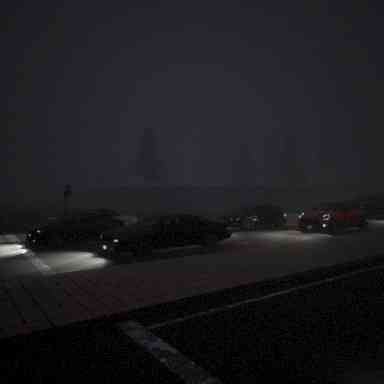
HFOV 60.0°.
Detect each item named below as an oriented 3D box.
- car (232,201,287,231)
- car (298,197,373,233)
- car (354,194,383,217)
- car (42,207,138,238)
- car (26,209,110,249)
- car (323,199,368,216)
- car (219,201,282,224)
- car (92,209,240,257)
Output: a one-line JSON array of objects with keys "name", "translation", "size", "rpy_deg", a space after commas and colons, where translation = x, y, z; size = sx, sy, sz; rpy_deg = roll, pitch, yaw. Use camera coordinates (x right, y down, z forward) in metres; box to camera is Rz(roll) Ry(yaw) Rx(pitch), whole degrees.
[{"name": "car", "translation": [3.861, 1.505, 20.769], "size": [4.892, 1.490, 1.837], "rpy_deg": [0, 0, -35]}, {"name": "car", "translation": [8.311, 1.351, 19.609], "size": [4.553, 1.767, 2.097], "rpy_deg": [0, 0, -35]}, {"name": "car", "translation": [15.023, 1.223, 28.642], "size": [5.566, 2.045, 2.150], "rpy_deg": [0, 0, -35]}, {"name": "car", "translation": [-5.573, 1.601, 18.408], "size": [4.718, 1.301, 1.895], "rpy_deg": [0, 0, -35]}, {"name": "car", "translation": [-4.919, 1.564, 14.585], "size": [4.181, 1.385, 1.994], "rpy_deg": [0, 0, -35]}, {"name": "car", "translation": [15.320, 1.506, 33.150], "size": [4.892, 1.490, 1.837], "rpy_deg": [0, 0, -35]}, {"name": "car", "translation": [4.558, 1.504, 25.540], "size": [4.892, 1.490, 1.837], "rpy_deg": [0, 0, -35]}, {"name": "car", "translation": [-0.875, 1.548, 13.159], "size": [5.357, 1.411, 2.033], "rpy_deg": [0, 0, -35]}]
